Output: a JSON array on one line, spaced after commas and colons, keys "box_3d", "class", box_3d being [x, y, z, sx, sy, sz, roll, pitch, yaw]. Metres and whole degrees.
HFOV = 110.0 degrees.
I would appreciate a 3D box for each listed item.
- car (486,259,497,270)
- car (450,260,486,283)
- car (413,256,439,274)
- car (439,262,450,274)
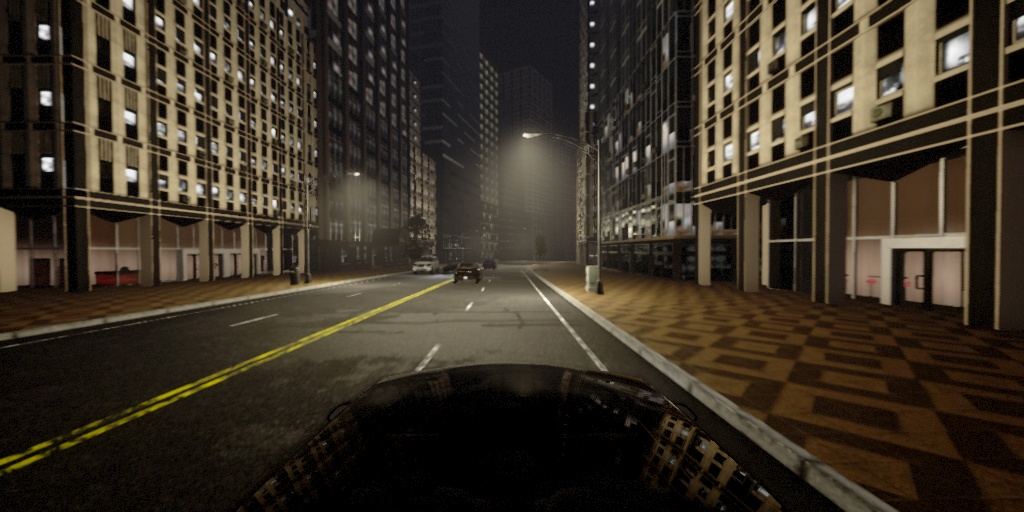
[{"box_3d": [-3.257, 1.244, 53.345, 1.882, 1.535, 5.008, 0, 0, 2], "class": "car"}, {"box_3d": [-3.316, 1.265, 27.762, 1.837, 1.490, 4.892, 0, 0, 0], "class": "car"}, {"box_3d": [-10.025, 1.017, 42.364, 2.150, 2.045, 5.566, 0, 0, 0], "class": "car"}, {"box_3d": [-6.778, 1.378, 41.593, 1.895, 1.301, 4.718, 0, 0, 0], "class": "car"}]
